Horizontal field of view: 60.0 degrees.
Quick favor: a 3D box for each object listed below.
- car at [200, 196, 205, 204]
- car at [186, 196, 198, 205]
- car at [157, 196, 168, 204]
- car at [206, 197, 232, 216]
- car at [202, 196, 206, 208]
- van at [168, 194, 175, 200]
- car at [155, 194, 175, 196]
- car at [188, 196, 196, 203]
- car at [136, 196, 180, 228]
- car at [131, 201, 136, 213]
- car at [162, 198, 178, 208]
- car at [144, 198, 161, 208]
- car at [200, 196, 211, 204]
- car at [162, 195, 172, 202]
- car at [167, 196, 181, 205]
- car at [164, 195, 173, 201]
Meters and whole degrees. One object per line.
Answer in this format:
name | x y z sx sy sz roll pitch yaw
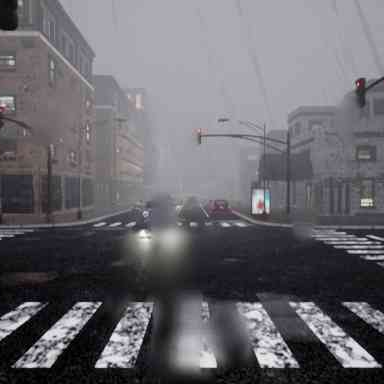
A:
car | 2.640 1.548 48.847 2.008 1.369 4.403 0 0 0
car | 0.047 1.510 60.178 1.837 1.490 4.892 0 0 0
car | -5.757 1.534 65.746 1.752 1.417 4.829 0 0 0
car | 2.655 1.431 31.756 1.967 1.590 4.097 0 0 0
car | 2.645 1.576 43.150 1.802 1.307 4.206 0 0 0
van | -5.786 1.385 94.399 1.690 1.788 3.998 -1 0 0
car | -3.127 1.217 36.158 2.150 2.045 5.566 0 0 0
car | 0.015 1.539 70.718 1.812 1.442 4.674 0 0 0
car | -2.320 1.316 21.558 2.097 1.767 4.553 0 0 -11
car | -5.730 1.543 37.433 2.008 1.369 4.403 0 0 0
car | -3.134 1.560 47.894 1.994 1.385 4.181 0 0 0
car | -5.741 1.548 48.827 2.008 1.369 4.403 0 0 0
car | 2.624 1.559 65.937 2.008 1.369 4.403 -1 0 0
car | -5.769 1.460 77.309 1.967 1.590 4.097 0 0 0
car | -3.112 1.494 58.461 2.128 1.511 4.902 0 0 0
car | -5.773 1.552 82.835 1.752 1.417 4.829 -1 0 0
